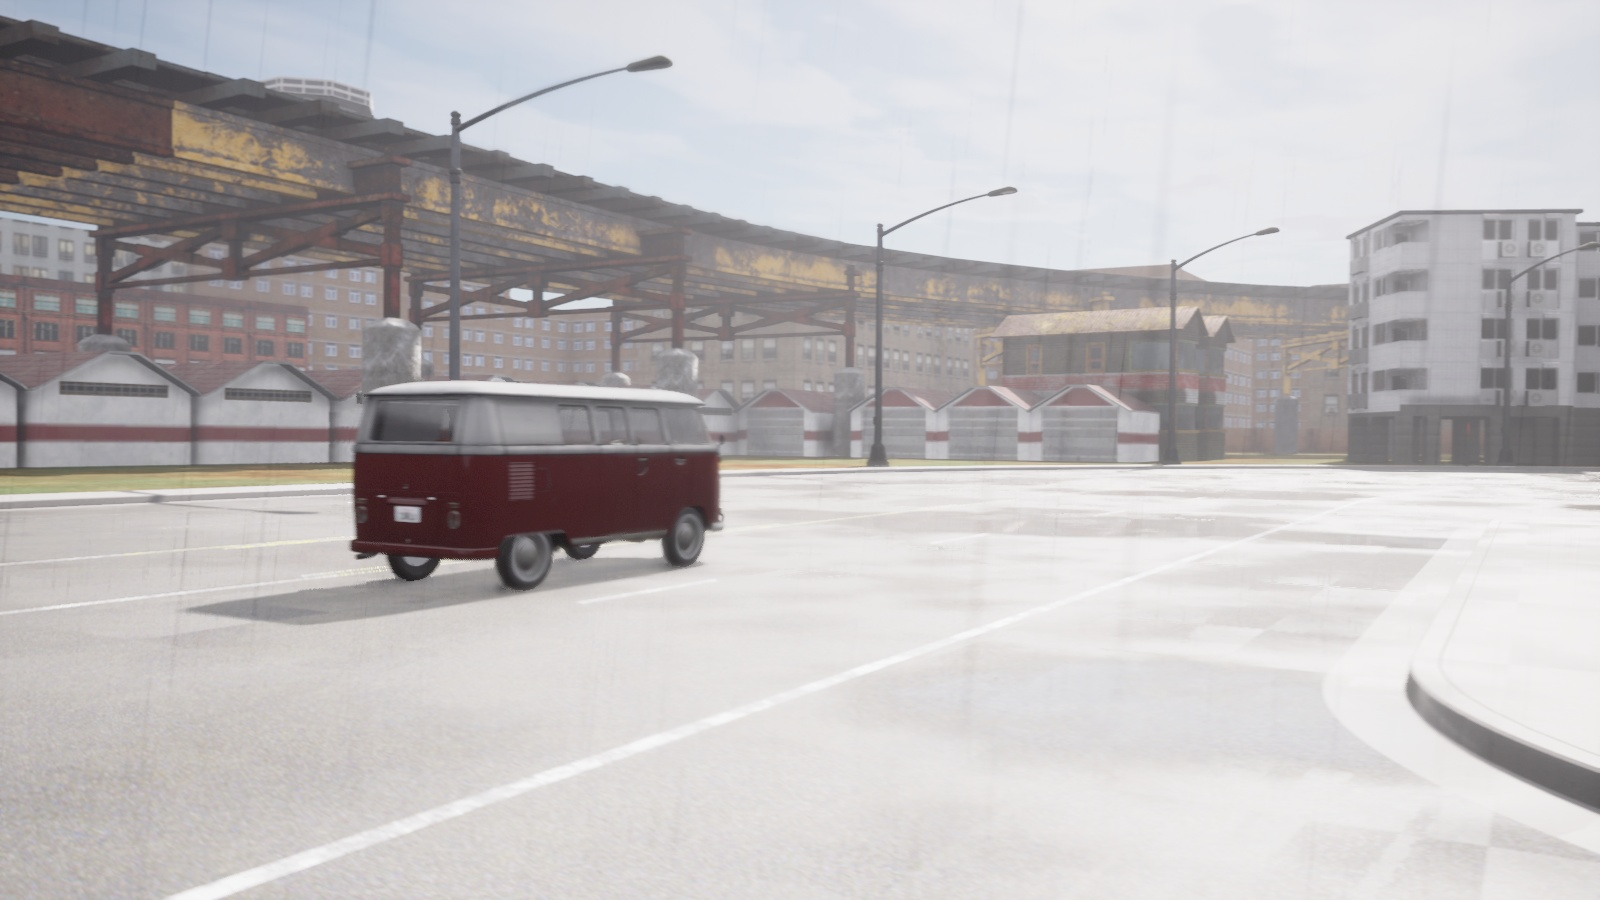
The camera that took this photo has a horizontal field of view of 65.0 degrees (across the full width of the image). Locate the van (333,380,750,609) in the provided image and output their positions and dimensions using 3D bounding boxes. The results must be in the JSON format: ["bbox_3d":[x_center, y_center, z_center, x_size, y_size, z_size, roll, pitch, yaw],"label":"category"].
[{"bbox_3d":[-2.480,0.353,13.244,1.775,1.987,4.442,0,1,30],"label":"van"}]
